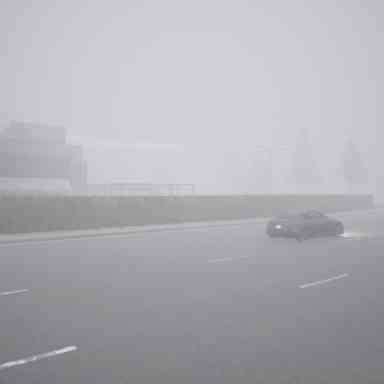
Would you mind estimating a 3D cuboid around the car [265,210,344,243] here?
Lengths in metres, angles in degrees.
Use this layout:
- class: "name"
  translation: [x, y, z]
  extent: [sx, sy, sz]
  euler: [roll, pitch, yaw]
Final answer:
- class: "car"
  translation: [5.567, 1.564, 16.304]
  extent: [4.181, 1.385, 1.994]
  euler: [0, 0, -35]
